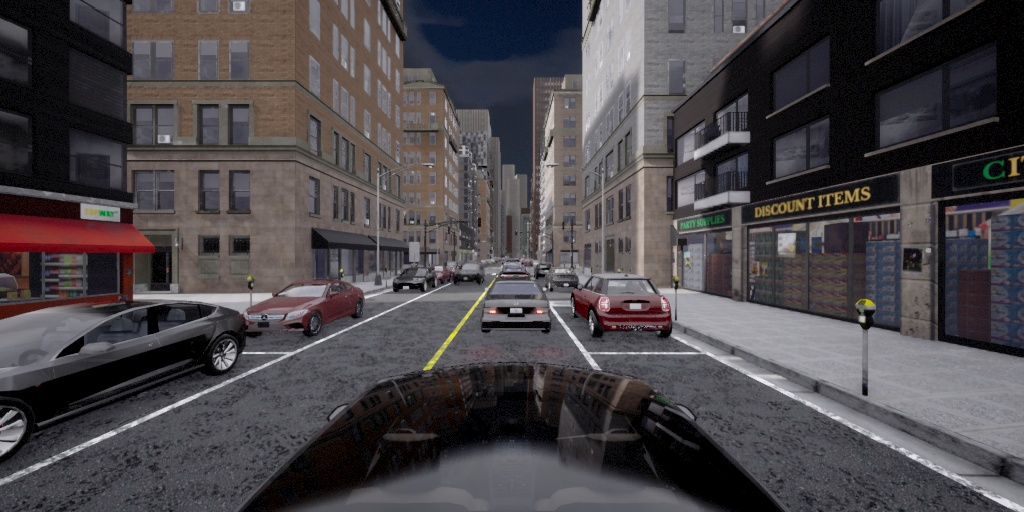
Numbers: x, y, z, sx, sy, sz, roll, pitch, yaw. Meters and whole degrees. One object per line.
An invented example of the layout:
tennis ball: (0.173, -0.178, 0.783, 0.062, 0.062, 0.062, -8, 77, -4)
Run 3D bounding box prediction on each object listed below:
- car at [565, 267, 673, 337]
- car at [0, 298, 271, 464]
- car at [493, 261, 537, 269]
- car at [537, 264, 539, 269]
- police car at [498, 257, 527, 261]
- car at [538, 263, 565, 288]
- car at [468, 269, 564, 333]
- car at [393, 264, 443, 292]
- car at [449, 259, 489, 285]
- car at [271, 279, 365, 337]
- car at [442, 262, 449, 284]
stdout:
car: (2.868, 1.190, 10.248, 1.967, 1.591, 4.097, 0, 0, 0)
car: (-5.667, 1.316, 4.762, 1.948, 1.339, 4.313, 0, 0, 0)
car: (0.129, 1.242, 21.242, 2.128, 1.511, 4.902, 0, 0, 0)
car: (2.905, 1.319, 32.253, 1.948, 1.339, 4.313, 0, 0, 0)
police car: (0.046, 1.178, 31.261, 1.930, 1.638, 5.238, 0, 0, 0)
car: (2.887, 1.301, 21.251, 2.007, 1.370, 4.403, 0, 0, 0)
car: (0.110, 1.297, 10.719, 2.033, 1.411, 5.357, 0, 0, 0)
car: (-5.638, 1.317, 21.265, 1.948, 1.339, 4.313, 0, 0, 0)
car: (-3.025, 1.229, 26.052, 1.882, 1.535, 5.008, 0, 0, 1)
car: (-5.657, 1.332, 10.263, 1.802, 1.307, 4.207, 0, 0, 0)
car: (-5.630, 1.334, 26.767, 1.802, 1.307, 4.207, 0, 0, 0)
